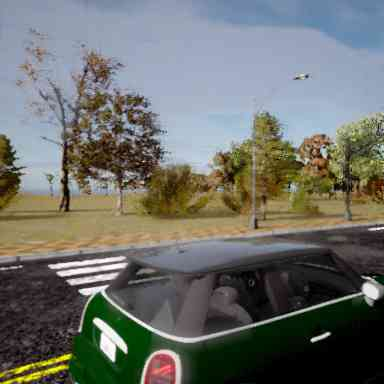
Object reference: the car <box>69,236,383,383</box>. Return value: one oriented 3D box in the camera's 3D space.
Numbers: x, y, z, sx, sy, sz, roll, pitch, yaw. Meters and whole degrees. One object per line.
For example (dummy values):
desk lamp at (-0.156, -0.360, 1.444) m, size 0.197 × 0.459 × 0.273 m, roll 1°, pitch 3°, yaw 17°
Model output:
car at (1.018, 1.348, 4.075) m, size 4.553 × 1.767 × 2.097 m, roll 0°, pitch 0°, yaw -35°
